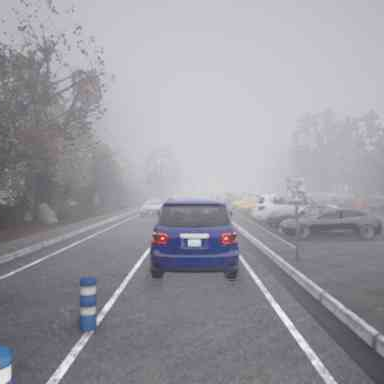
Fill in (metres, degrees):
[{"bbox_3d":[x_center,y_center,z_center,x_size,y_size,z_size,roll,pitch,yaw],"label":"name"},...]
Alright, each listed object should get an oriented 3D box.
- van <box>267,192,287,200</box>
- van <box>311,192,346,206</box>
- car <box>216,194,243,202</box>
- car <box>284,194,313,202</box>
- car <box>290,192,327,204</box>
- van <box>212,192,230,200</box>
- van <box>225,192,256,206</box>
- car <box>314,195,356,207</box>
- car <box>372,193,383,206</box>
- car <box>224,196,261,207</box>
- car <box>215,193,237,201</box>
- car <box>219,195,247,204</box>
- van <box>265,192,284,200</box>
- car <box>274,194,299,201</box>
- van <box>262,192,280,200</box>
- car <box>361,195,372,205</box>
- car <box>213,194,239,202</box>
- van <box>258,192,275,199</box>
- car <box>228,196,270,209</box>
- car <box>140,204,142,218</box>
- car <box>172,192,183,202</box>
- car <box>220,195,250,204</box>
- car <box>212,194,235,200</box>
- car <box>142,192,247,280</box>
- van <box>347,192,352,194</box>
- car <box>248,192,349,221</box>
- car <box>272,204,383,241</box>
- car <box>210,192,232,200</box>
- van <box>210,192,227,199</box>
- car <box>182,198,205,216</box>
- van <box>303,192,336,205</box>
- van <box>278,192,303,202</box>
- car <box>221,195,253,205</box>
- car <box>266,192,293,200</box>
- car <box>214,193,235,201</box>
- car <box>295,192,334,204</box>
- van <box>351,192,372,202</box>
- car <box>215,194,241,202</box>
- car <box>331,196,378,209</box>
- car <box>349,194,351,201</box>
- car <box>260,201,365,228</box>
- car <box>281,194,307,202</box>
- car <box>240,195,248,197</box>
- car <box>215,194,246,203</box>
[{"bbox_3d":[20.530,0.942,80.196,4.442,1.987,1.878,0,0,0],"label":"van"},{"bbox_3d":[20.274,0.998,49.600,4.442,1.987,1.878,0,0,0],"label":"van"},{"bbox_3d":[7.201,1.207,63.663,4.892,1.521,2.231,0,0,0],"label":"car"},{"bbox_3d":[20.268,1.198,63.452,5.008,1.535,2.097,0,0,0],"label":"car"},{"bbox_3d":[20.199,0.957,57.911,5.566,2.045,2.435,0,0,0],"label":"car"},{"bbox_3d":[7.240,0.945,83.097,4.442,1.987,1.878,0,0,0],"label":"van"},{"bbox_3d":[7.195,1.005,49.782,4.442,1.987,1.878,0,0,0],"label":"van"},{"bbox_3d":[20.139,1.229,46.831,5.008,1.535,2.097,0,0,0],"label":"car"},{"bbox_3d":[20.024,1.093,30.218,5.566,2.045,2.435,0,1,0],"label":"car"},{"bbox_3d":[7.085,1.266,47.006,4.792,1.488,2.163,0,0,0],"label":"car"},{"bbox_3d":[7.233,1.065,71.992,4.553,1.767,2.185,0,0,0],"label":"car"},{"bbox_3d":[7.119,1.246,58.112,4.792,1.488,2.163,0,0,0],"label":"car"},{"bbox_3d":[20.552,0.937,82.841,4.442,1.987,1.878,0,0,0],"label":"van"},{"bbox_3d":[20.341,1.224,71.762,4.674,1.452,2.002,0,0,0],"label":"car"},{"bbox_3d":[20.343,0.932,85.746,4.442,1.987,1.878,0,0,0],"label":"van"},{"bbox_3d":[19.990,1.345,32.990,4.792,1.488,2.163,0,1,0],"label":"car"},{"bbox_3d":[7.056,1.193,69.217,5.366,1.575,1.946,0,0,0],"label":"car"},{"bbox_3d":[20.388,0.994,91.137,4.442,1.987,1.878,0,-1,0],"label":"van"},{"bbox_3d":[7.003,1.256,41.454,4.892,1.521,2.231,0,0,0],"label":"car"},{"bbox_3d":[-3.332,1.363,28.841,1.812,1.442,4.674,0,0,0],"label":"car"},{"bbox_3d":[-3.037,0.919,70.229,2.150,2.045,5.566,0,0,0],"label":"car"},{"bbox_3d":[7.096,1.251,55.336,4.792,1.488,2.163,0,0,0],"label":"car"},{"bbox_3d":[7.305,1.180,77.544,5.008,1.535,2.097,0,0,0],"label":"car"},{"bbox_3d":[0.076,1.168,9.930,2.150,2.045,5.566,0,1,0],"label":"car"},{"bbox_3d":[20.002,1.011,44.046,4.442,1.987,1.878,0,0,0],"label":"van"},{"bbox_3d":[6.875,1.188,22.031,5.566,2.045,2.435,0,1,0],"label":"car"},{"bbox_3d":[6.771,1.527,16.483,4.792,1.488,2.163,0,1,0],"label":"car"},{"bbox_3d":[7.409,0.914,85.872,5.566,2.045,2.435,0,0,0],"label":"car"},{"bbox_3d":[7.310,1.004,91.409,4.442,1.987,1.878,0,-1,0],"label":"van"},{"bbox_3d":[0.119,1.369,31.782,2.033,1.411,5.357,0,0,0],"label":"car"},{"bbox_3d":[20.064,0.993,52.372,4.442,1.987,1.878,0,0,0],"label":"van"},{"bbox_3d":[20.437,0.962,69.116,4.442,1.987,1.878,0,0,0],"label":"van"},{"bbox_3d":[7.073,1.256,52.560,4.792,1.488,2.163,0,0,0],"label":"car"},{"bbox_3d":[20.362,0.922,77.427,5.566,2.045,2.435,0,0,0],"label":"car"},{"bbox_3d":[7.256,1.060,74.768,4.553,1.767,2.185,0,0,0],"label":"car"},{"bbox_3d":[20.175,0.962,55.140,5.566,2.045,2.435,0,0,0],"label":"car"},{"bbox_3d":[20.159,1.062,35.881,4.442,1.987,1.878,0,0,0],"label":"van"},{"bbox_3d":[7.212,1.202,66.440,4.892,1.521,2.231,0,0,0],"label":"car"},{"bbox_3d":[20.117,1.277,41.294,4.792,1.488,2.163,0,0,0],"label":"car"},{"bbox_3d":[20.095,1.294,38.654,4.792,1.488,2.163,0,1,0],"label":"car"},{"bbox_3d":[6.829,1.468,19.258,5.008,1.535,2.097,0,1,0],"label":"car"},{"bbox_3d":[20.300,1.233,66.347,4.674,1.452,2.002,0,0,0],"label":"car"},{"bbox_3d":[6.731,1.349,30.363,5.366,1.575,1.946,0,1,0],"label":"car"},{"bbox_3d":[6.986,1.208,60.889,5.366,1.575,1.946,0,0,0],"label":"car"}]
